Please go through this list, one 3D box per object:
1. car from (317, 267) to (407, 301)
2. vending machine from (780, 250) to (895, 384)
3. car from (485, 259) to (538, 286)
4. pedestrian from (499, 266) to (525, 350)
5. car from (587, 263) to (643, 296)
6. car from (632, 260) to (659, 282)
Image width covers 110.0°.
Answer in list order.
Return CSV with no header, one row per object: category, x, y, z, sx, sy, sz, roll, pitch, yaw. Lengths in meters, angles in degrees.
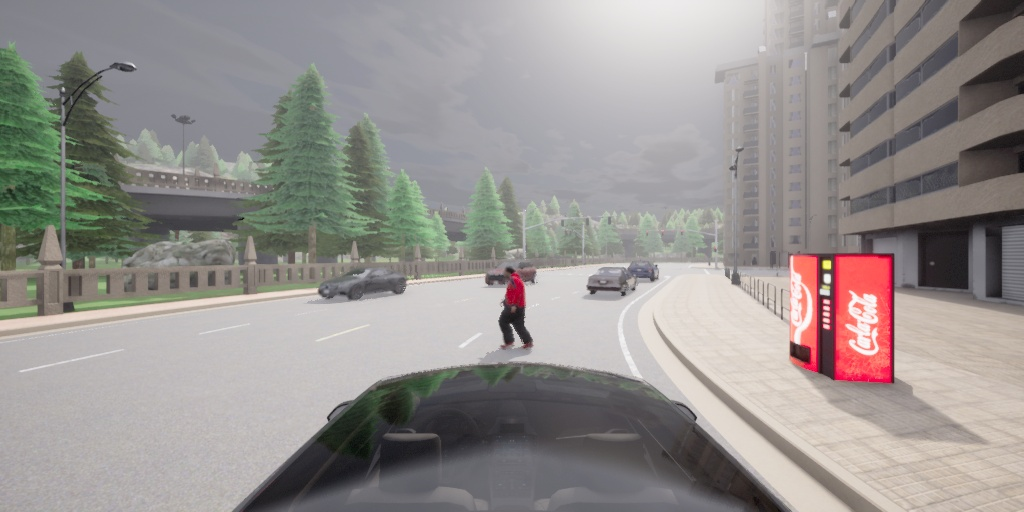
car,-7.090,1.274,17.560,1.812,1.442,4.674,0,0,22
vending machine,5.238,0.945,5.788,1.100,2.100,0.880,0,0,10
car,0.028,1.100,24.512,2.097,1.767,4.553,0,0,28
pedestrian,0.005,1.043,7.581,0.375,1.860,0.375,0,0,11
car,5.567,1.296,19.579,2.033,1.411,5.357,0,0,27
car,10.822,1.100,29.547,2.097,1.767,4.553,0,0,28
